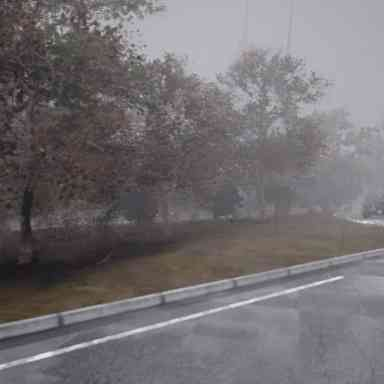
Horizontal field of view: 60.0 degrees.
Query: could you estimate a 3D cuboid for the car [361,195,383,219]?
[{"bbox_3d":[16.610,1.306,30.038,2.150,2.045,5.566,-1,0,24],"label":"car"}]
